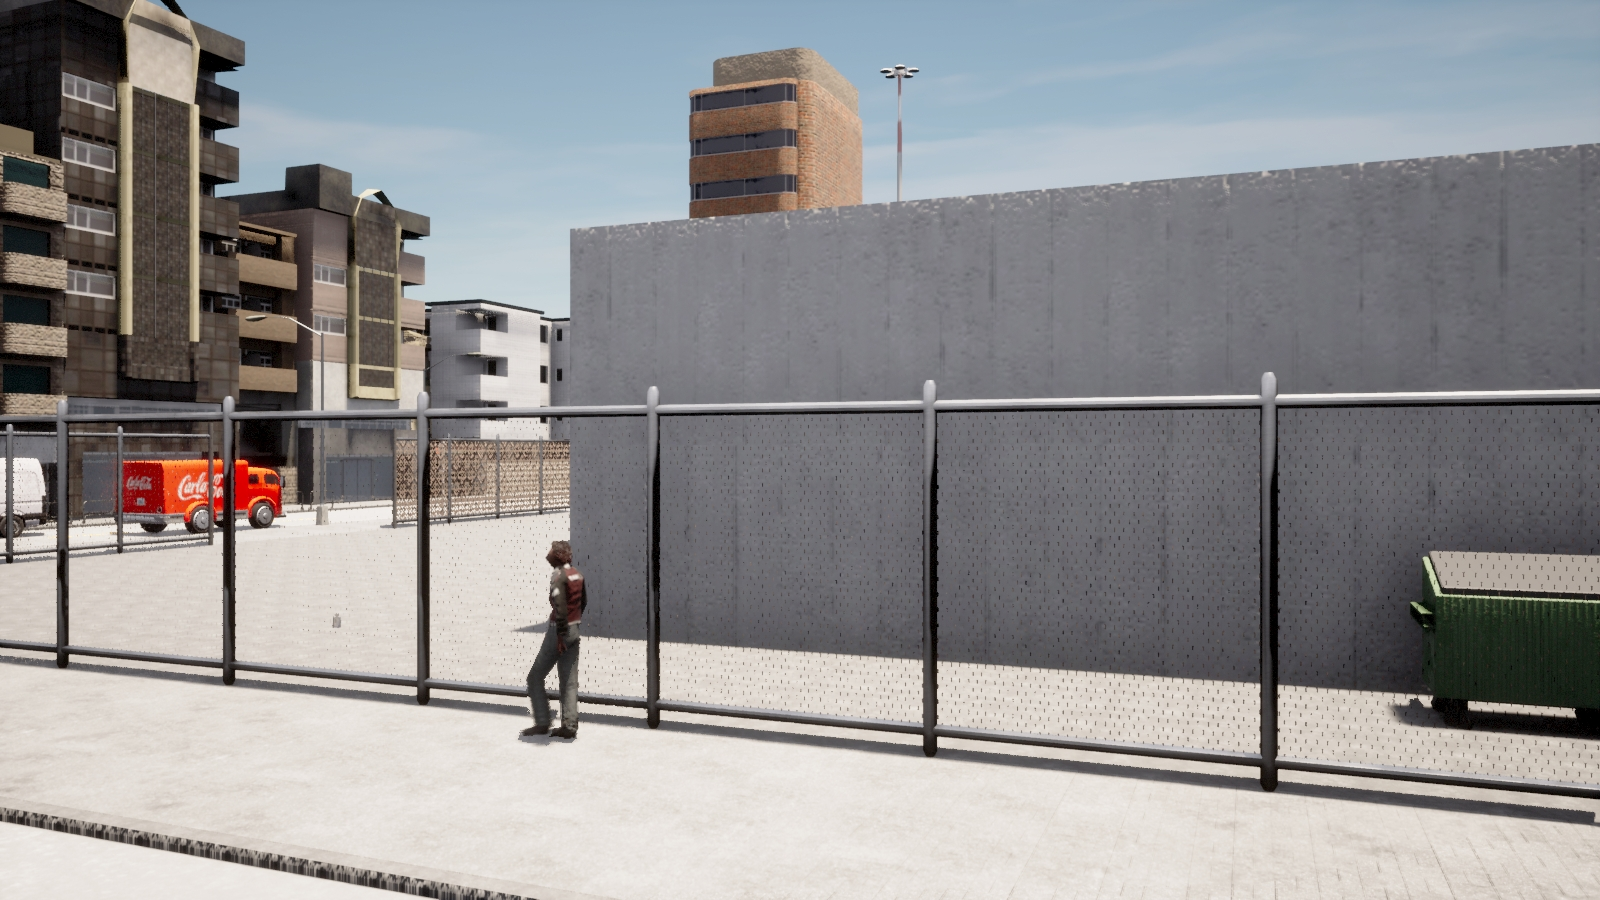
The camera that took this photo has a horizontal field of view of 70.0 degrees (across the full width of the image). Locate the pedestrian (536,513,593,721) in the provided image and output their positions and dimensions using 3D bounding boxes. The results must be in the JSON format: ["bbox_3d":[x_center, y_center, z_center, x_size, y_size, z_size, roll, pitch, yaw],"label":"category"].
[{"bbox_3d":[-2.185,1.524,10.606,0.375,1.860,0.375,0,0,23],"label":"pedestrian"}]

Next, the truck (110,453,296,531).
[{"bbox_3d":[-20.490,1.348,39.516,2.627,2.467,5.204,0,0,23],"label":"truck"}]

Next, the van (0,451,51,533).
[{"bbox_3d":[-26.517,1.314,35.024,1.988,2.561,5.915,0,0,21],"label":"van"}]
